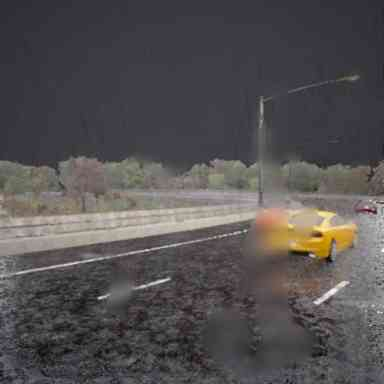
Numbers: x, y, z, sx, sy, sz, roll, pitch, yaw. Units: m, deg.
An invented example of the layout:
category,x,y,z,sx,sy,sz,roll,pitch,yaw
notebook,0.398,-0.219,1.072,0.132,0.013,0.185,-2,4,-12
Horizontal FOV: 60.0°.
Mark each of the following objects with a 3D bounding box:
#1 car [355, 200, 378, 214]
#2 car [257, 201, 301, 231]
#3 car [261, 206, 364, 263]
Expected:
category,x,y,z,sx,sy,sz,roll,pitch,yaw
car,18.090,1.495,34.654,1.994,1.385,4.181,0,0,25
car,5.530,1.304,19.335,2.097,1.767,4.553,0,0,35
car,4.620,1.449,12.167,1.882,1.535,5.008,0,0,38
